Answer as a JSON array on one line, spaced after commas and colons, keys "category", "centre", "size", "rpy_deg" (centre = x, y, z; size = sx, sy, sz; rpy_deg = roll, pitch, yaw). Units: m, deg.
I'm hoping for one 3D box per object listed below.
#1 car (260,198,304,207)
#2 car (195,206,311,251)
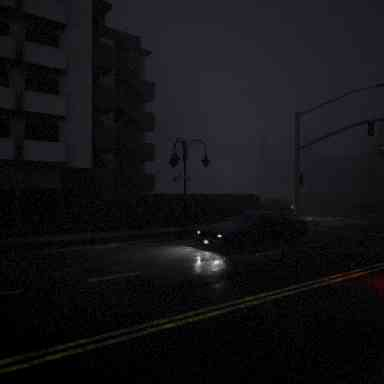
[{"category": "car", "centre": [8.429, 1.353, 31.256], "size": [2.097, 1.767, 4.553], "rpy_deg": [0, 0, -36]}, {"category": "car", "centre": [2.783, 1.547, 14.359], "size": [5.357, 1.411, 2.033], "rpy_deg": [0, 0, -33]}]
